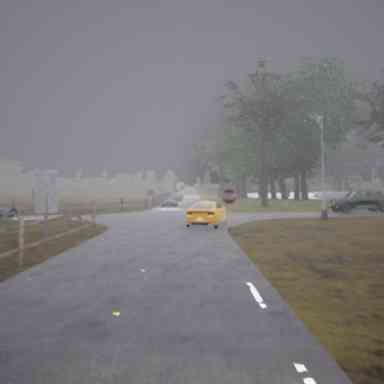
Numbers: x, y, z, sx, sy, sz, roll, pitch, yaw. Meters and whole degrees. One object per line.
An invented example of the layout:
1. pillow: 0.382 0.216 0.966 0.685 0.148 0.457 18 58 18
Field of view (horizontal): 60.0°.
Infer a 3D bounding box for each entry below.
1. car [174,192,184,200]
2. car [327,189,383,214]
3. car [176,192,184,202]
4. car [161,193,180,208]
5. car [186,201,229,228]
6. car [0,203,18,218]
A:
1. car: -2.742 0.773 69.017 1.882 1.535 5.008 0 1 0
2. car: 14.950 0.789 29.428 5.566 2.045 2.150 -1 -1 0
3. car: -2.753 1.015 58.622 2.033 1.411 5.357 0 1 1
4. car: -2.821 1.248 42.503 1.994 1.385 4.181 0 1 -2
5. car: 1.042 1.314 21.004 1.882 1.535 5.008 0 1 14
6. car: -16.095 1.395 26.378 4.181 1.385 1.994 0 -1 0
